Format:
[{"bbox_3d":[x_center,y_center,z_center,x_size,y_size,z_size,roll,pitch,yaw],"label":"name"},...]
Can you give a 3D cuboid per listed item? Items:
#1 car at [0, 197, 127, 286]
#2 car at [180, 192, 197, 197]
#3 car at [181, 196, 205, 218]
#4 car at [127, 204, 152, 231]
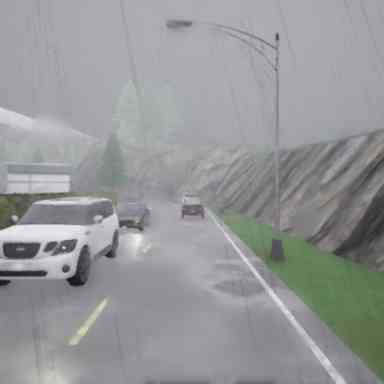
[{"bbox_3d":[-3.595,1.187,9.633,2.150,2.045,5.566,0,0,0],"label":"car"},{"bbox_3d":[-0.317,1.069,43.671,2.150,2.045,5.566,0,0,-4],"label":"car"},{"bbox_3d":[0.062,1.376,28.762,1.882,1.535,5.008,0,0,0],"label":"car"},{"bbox_3d":[-3.566,1.475,20.281,2.033,1.411,5.357,0,0,0],"label":"car"}]
